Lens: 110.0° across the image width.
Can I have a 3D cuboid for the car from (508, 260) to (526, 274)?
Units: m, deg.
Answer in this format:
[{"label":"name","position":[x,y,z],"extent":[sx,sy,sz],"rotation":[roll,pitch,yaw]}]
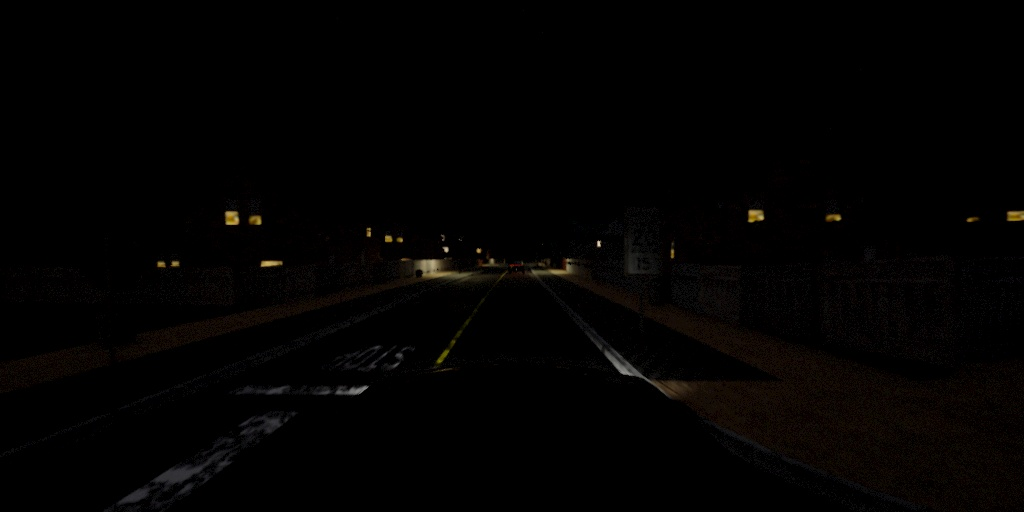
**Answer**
[{"label":"car","position":[0.551,1.256,41.335],"extent":[2.128,1.511,4.902],"rotation":[0,0,2]}]
